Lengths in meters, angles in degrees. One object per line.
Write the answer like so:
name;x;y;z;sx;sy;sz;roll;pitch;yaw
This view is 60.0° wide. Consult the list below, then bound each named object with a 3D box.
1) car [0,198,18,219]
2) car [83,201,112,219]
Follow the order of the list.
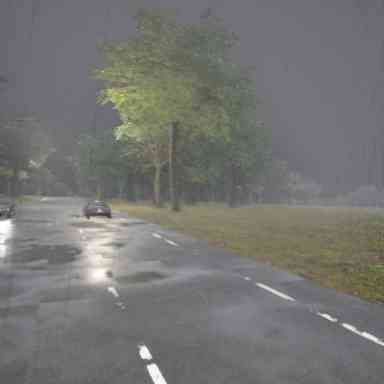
car;-14.508;1.206;25.329;2.128;1.511;4.902;1;0;-22
car;-7.907;1.420;27.653;1.994;1.385;4.181;1;0;-22
